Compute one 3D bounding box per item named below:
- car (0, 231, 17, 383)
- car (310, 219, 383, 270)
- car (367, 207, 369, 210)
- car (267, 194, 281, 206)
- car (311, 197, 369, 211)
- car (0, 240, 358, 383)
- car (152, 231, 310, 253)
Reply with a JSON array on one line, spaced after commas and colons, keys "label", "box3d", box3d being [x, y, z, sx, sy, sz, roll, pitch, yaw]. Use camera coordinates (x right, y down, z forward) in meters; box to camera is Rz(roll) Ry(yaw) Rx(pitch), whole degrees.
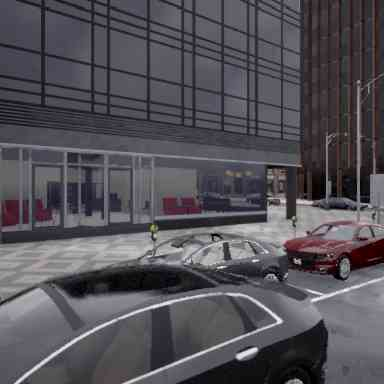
[{"label": "car", "box3d": [-4.318, 1.440, 3.570, 4.097, 1.590, 1.967, 0, 0, -36]}, {"label": "car", "box3d": [4.564, 1.545, 9.912, 4.507, 1.381, 1.887, 0, 0, -36]}, {"label": "car", "box3d": [9.005, 1.441, 13.084, 4.097, 1.590, 1.967, 0, 0, -36]}, {"label": "car", "box3d": [9.002, 0.961, 42.156, 1.837, 1.490, 4.892, 0, 1, -36]}, {"label": "car", "box3d": [14.933, 1.203, 33.792, 2.033, 1.411, 5.357, 0, 1, -41]}, {"label": "car", "box3d": [-0.812, 1.505, 2.800, 4.892, 1.490, 1.837, 0, 0, -36]}, {"label": "car", "box3d": [0.123, 1.551, 6.741, 4.403, 1.369, 2.008, 0, 0, -36]}]
